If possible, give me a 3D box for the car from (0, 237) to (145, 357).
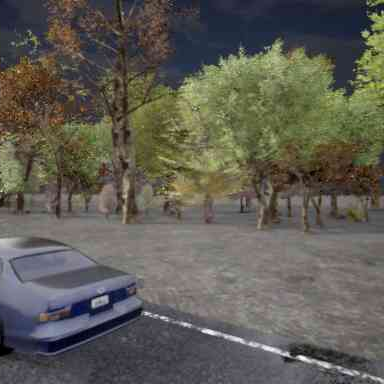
[{"bbox_3d":[-3.307,1.555,6.042,5.357,1.411,2.033,0,0,36],"label":"car"}]
